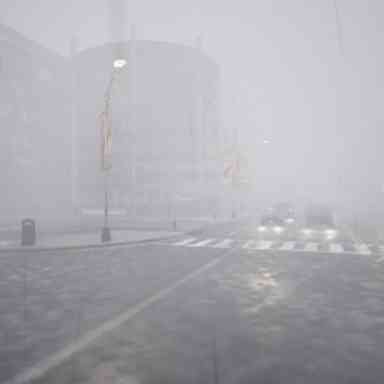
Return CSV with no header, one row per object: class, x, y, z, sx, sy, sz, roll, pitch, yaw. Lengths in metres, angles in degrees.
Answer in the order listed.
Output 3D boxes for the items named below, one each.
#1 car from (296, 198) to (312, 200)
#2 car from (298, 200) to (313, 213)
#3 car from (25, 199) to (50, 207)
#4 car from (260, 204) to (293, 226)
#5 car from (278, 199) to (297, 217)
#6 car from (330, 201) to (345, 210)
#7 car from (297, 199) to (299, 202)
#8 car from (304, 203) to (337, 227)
car,21.713,2.186,66.276,2.150,2.045,5.566,0,-1,-22
car,16.252,2.176,45.098,2.128,1.511,4.902,-1,-1,10
car,-32.416,2.551,69.851,5.566,2.045,2.435,-1,-1,20
car,7.096,2.006,28.386,2.033,1.411,5.357,-1,-1,21
car,10.251,1.940,37.046,2.097,1.767,4.553,-1,-1,19
car,23.899,2.314,56.260,2.128,1.511,4.902,0,-1,-8
car,18.388,2.627,65.187,1.895,1.301,4.718,0,-1,-22
car,10.078,1.876,26.396,1.882,1.535,5.008,-1,-1,19
